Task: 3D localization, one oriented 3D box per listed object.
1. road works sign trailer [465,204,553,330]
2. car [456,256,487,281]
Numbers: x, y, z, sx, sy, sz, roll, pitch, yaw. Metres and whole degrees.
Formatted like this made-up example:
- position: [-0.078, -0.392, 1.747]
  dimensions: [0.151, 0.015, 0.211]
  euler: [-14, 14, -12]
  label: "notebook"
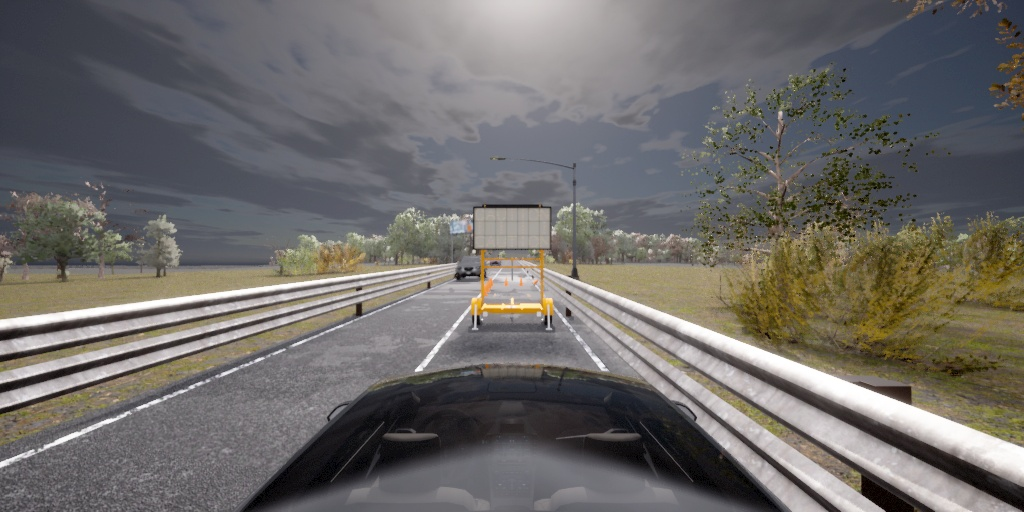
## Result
- position: [0.009, 0.217, 11.109]
  dimensions: [2.380, 3.560, 2.880]
  euler: [0, 0, 0]
  label: "road works sign trailer"
- position: [-3.352, 0.981, 30.409]
  dimensions: [2.150, 2.045, 5.566]
  euler: [0, 0, 0]
  label: "car"
